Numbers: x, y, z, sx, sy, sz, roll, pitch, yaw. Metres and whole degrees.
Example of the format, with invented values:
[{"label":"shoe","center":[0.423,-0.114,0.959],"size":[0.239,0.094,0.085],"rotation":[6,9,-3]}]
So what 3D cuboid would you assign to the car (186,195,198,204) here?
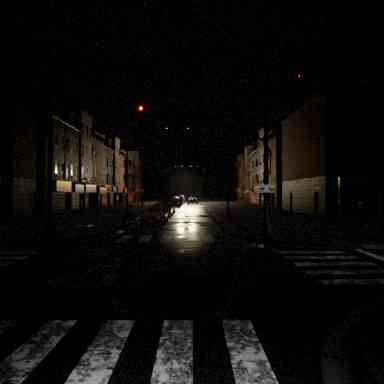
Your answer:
[{"label":"car","center":[0.150,1.717,67.214],"size":[1.895,1.301,4.718],"rotation":[0,0,0]}]

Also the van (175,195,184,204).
[{"label":"van","center":[-2.581,1.463,68.880],"size":[1.690,1.788,3.998],"rotation":[0,0,0]}]

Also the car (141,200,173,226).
[{"label":"car","center":[-2.616,1.542,23.867],"size":[1.752,1.417,4.829],"rotation":[0,0,0]}]

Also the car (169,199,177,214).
[{"label":"car","center":[-2.612,1.570,29.642],"size":[1.887,1.381,4.507],"rotation":[0,0,0]}]

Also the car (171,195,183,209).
[{"label":"car","center":[-2.599,1.500,46.458],"size":[1.967,1.590,4.097],"rotation":[0,0,0]}]

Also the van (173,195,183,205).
[{"label":"van","center":[-2.585,1.446,63.275],"size":[1.690,1.788,3.998],"rotation":[0,0,0]}]

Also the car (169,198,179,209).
[{"label":"car","center":[-2.608,1.617,35.247],"size":[1.802,1.307,4.206],"rotation":[0,0,0]}]

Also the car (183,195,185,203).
[{"label":"car","center":[-2.594,1.514,52.063],"size":[1.967,1.590,4.097],"rotation":[0,0,0]}]
